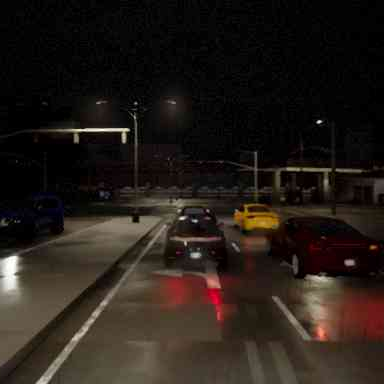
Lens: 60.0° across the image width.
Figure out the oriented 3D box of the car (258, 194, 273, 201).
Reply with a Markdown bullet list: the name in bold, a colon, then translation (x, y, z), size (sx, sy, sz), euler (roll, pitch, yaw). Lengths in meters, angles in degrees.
- **car**: translation (13.209, 1.173, 59.585), size (2.242, 1.667, 4.611), euler (0, 0, 0)

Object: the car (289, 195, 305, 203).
- **car**: translation (18.954, 1.333, 60.348), size (1.970, 1.475, 3.806), euler (0, 0, 0)

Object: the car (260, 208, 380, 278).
- **car**: translation (3.599, 1.457, 10.080), size (1.882, 1.535, 5.008), euler (0, 0, 0)

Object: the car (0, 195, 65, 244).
- **car**: translation (-8.005, 1.190, 15.955), size (2.150, 2.045, 5.566), euler (0, 0, 0)

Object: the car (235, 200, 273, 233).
- **car**: translation (3.601, 1.438, 19.333), size (1.882, 1.535, 5.008), euler (0, 0, 0)

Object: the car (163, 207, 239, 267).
- **car**: translation (0.100, 1.468, 11.240), size (2.128, 1.511, 4.902), euler (0, 0, 0)
